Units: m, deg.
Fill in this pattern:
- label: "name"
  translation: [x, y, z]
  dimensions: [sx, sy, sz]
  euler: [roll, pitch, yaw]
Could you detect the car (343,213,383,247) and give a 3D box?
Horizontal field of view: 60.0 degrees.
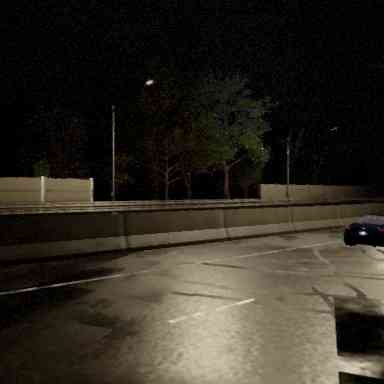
- label: "car"
  translation: [8.269, 1.572, 14.067]
  dimensions: [4.181, 1.385, 1.994]
  euler: [0, 0, -35]
